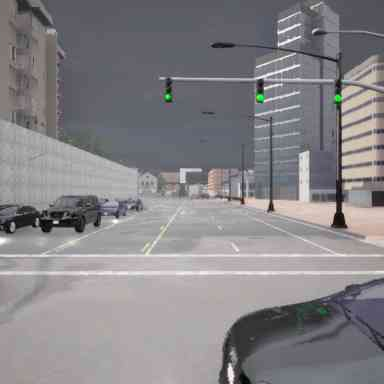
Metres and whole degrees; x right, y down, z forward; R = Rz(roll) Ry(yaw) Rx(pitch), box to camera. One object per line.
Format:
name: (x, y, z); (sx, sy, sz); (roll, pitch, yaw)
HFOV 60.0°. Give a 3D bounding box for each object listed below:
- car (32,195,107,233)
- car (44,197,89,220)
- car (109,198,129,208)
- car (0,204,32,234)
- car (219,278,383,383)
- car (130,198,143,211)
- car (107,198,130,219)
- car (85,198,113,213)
car: (-7.100, 1.221, 20.103); (2.150, 2.045, 5.566); (0, 0, 0)
car: (-10.606, 1.352, 28.539); (2.097, 1.767, 4.553); (0, 0, 0)
car: (-10.566, 1.601, 48.417); (1.895, 1.301, 4.718); (0, 0, 0)
car: (-10.604, 1.505, 19.472); (1.837, 1.490, 4.892); (0, 0, 0)
car: (2.369, 1.566, 3.190); (4.181, 1.385, 1.994); (0, 0, 0)
car: (-7.099, 1.491, 40.086); (2.128, 1.511, 4.902); (0, 0, 0)
car: (-7.105, 1.526, 29.743); (1.812, 1.442, 4.674); (0, 0, 0)
car: (-10.602, 1.505, 38.357); (1.837, 1.490, 4.892); (0, 0, 0)
